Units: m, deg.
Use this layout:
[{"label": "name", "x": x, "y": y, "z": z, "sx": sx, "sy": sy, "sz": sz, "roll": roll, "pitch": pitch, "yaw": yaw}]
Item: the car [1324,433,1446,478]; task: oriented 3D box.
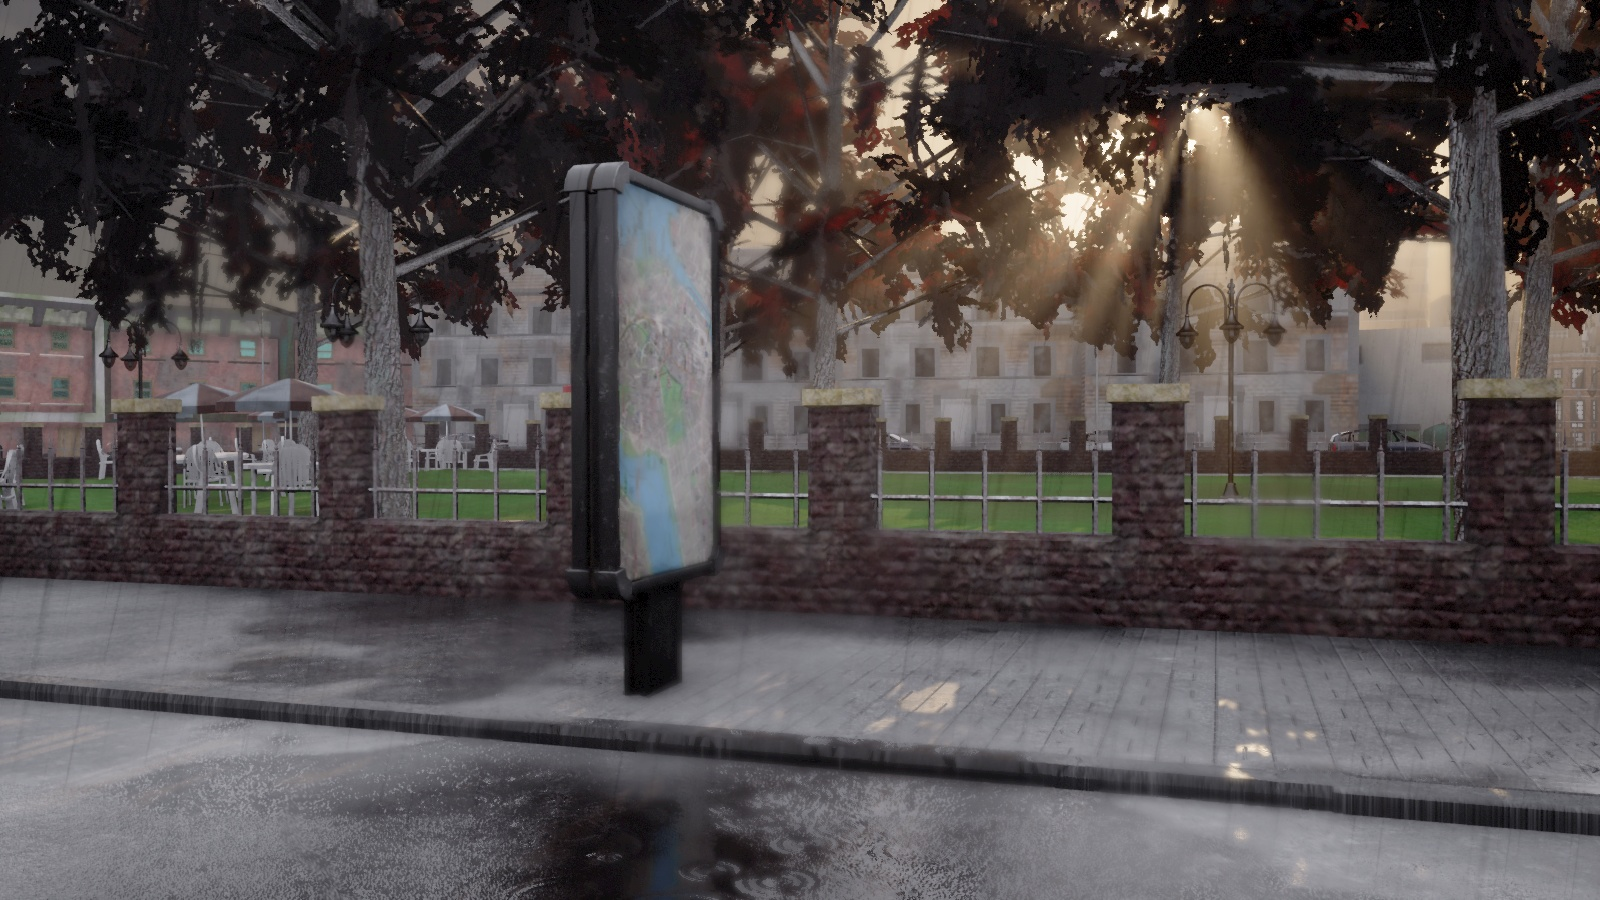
[{"label": "car", "x": 20.685, "y": 0.169, "z": 44.551, "sx": 3.705, "sy": 1.549, "sz": 1.789, "roll": 0, "pitch": 1, "yaw": 18}]

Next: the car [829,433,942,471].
[{"label": "car", "x": 3.440, "y": 0.048, "z": 50.274, "sx": 4.193, "sy": 1.474, "sz": 1.816, "roll": 1, "pitch": 1, "yaw": 18}]

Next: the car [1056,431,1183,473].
[{"label": "car", "x": 12.073, "y": 0.060, "z": 47.409, "sx": 4.514, "sy": 1.525, "sz": 2.007, "roll": 1, "pitch": 1, "yaw": 18}]

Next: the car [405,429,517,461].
[{"label": "car", "x": -16.470, "y": -0.257, "z": 61.082, "sx": 4.902, "sy": 1.511, "sz": 2.128, "roll": 0, "pitch": 1, "yaw": 18}]

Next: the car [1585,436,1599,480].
[{"label": "car", "x": 28.829, "y": 0.278, "z": 41.844, "sx": 4.193, "sy": 1.474, "sz": 1.816, "roll": 1, "pitch": 1, "yaw": 18}]
